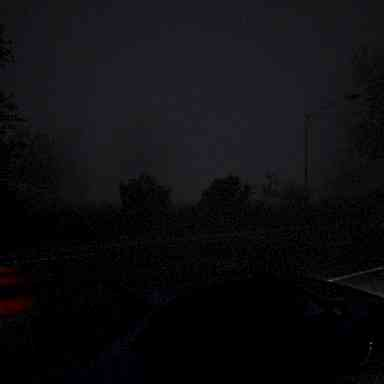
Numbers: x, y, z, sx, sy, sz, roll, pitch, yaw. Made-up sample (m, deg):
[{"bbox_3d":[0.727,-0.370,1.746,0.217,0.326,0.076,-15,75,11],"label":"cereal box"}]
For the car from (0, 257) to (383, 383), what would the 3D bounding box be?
[{"bbox_3d":[0.264,1.548,3.916,5.357,1.411,2.033,0,0,-35],"label":"car"}]
